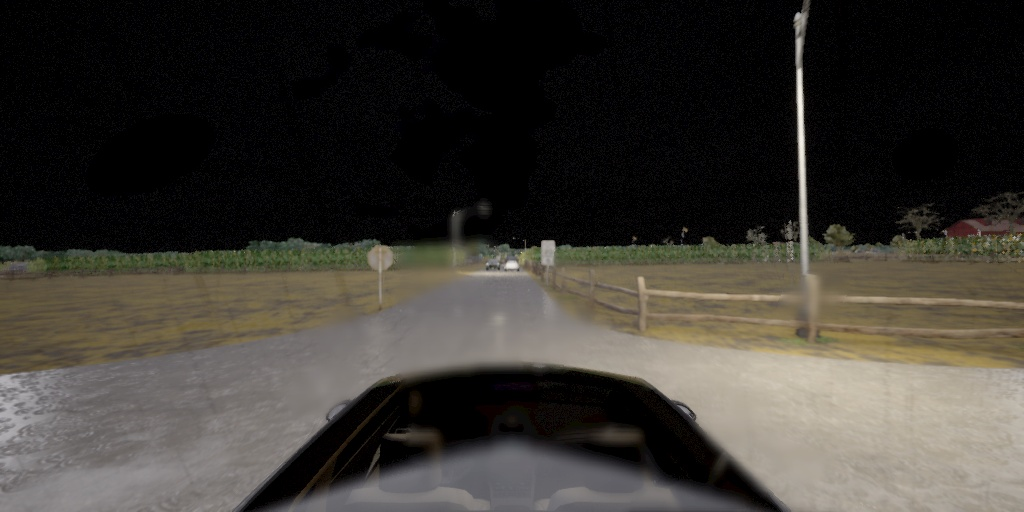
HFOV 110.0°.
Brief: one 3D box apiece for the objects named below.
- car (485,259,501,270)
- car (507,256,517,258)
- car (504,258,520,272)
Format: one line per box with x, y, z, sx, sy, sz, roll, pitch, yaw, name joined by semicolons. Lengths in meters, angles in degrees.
-2.749;1.167;53.072;2.097;1.767;4.553;0;0;0;car
0.001;1.062;58.490;2.150;2.045;5.566;0;0;0;car
0.001;1.324;48.452;1.812;1.442;4.674;0;0;0;car
